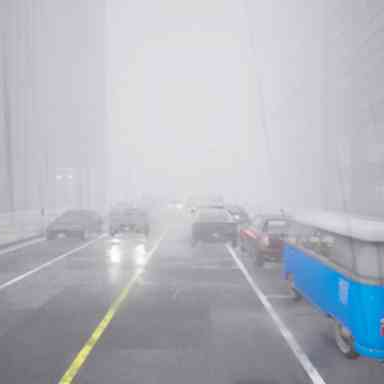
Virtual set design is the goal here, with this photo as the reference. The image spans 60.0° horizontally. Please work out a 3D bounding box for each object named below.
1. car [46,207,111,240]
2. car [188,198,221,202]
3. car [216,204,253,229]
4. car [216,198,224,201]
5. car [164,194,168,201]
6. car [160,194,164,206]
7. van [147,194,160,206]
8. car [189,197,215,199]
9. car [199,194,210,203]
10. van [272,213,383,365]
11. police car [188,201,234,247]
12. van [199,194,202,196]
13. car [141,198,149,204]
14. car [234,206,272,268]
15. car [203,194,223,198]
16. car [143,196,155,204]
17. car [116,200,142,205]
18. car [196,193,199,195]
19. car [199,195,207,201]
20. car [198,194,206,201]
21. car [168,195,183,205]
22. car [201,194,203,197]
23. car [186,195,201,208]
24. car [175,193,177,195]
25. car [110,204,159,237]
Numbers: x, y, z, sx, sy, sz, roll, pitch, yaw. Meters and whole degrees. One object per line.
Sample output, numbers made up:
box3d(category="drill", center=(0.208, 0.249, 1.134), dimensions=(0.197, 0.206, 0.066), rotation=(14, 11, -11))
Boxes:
box3d(category="car", center=(-5.769, 1.565, 16.894), dimensions=(1.947, 1.339, 4.313), rotation=(0, 0, 0))
box3d(category="car", center=(0.841, 1.481, 25.020), dimensions=(1.882, 1.535, 5.008), rotation=(0, 0, -1))
box3d(category="car", center=(2.754, 1.566, 22.521), dimensions=(1.947, 1.339, 4.313), rotation=(0, 0, 0))
box3d(category="car", center=(2.748, 1.586, 33.739), dimensions=(1.802, 1.307, 4.206), rotation=(0, 0, 0))
box3d(category="car", center=(-5.787, 1.331, 56.160), dimensions=(2.192, 1.841, 5.009), rotation=(0, 0, 0))
box3d(category="car", center=(-5.784, 1.453, 50.551), dimensions=(1.967, 1.590, 4.097), rotation=(0, 0, 0))
box3d(category="van", center=(-5.782, 1.351, 44.941), dimensions=(1.690, 1.788, 3.998), rotation=(0, 0, 0))
box3d(category="car", center=(0.886, 1.481, 31.027), dimensions=(1.882, 1.535, 5.008), rotation=(0, 0, 0))
box3d(category="car", center=(2.731, 1.343, 73.003), dimensions=(2.192, 1.841, 5.009), rotation=(0, 0, 0))
box3d(category="van", center=(2.762, 1.341, 5.694), dimensions=(1.690, 1.788, 3.998), rotation=(0, 0, 0))
box3d(category="police car", center=(0.894, 1.425, 15.137), dimensions=(1.930, 1.638, 5.238), rotation=(0, 0, 0))
box3d(category="van", center=(2.736, 1.361, 61.785), dimensions=(1.690, 1.788, 3.998), rotation=(0, 0, 0))
box3d(category="car", center=(-5.777, 1.586, 33.722), dimensions=(1.802, 1.307, 4.206), rotation=(0, 0, 0))
box3d(category="car", center=(2.759, 1.439, 11.303), dimensions=(1.967, 1.590, 4.097), rotation=(0, 0, 0))
box3d(category="car", center=(2.746, 1.322, 39.348), dimensions=(2.192, 1.841, 5.009), rotation=(0, 0, 0))
box3d(category="car", center=(-5.779, 1.532, 39.162), dimensions=(1.752, 1.417, 4.829), rotation=(0, 0, 0))
box3d(category="car", center=(-5.774, 1.552, 28.113), dimensions=(2.008, 1.369, 4.403), rotation=(0, 0, 0))
box3d(category="car", center=(-0.030, 1.407, 69.213), dimensions=(1.994, 1.385, 4.181), rotation=(0, 0, 0))
box3d(category="car", center=(2.726, 1.581, 84.221), dimensions=(1.887, 1.381, 4.507), rotation=(0, 0, 0))
box3d(category="car", center=(2.723, 1.481, 89.830), dimensions=(1.967, 1.590, 4.097), rotation=(0, 0, 0))
box3d(category="car", center=(-3.065, 1.619, 59.460), dimensions=(1.895, 1.301, 4.718), rotation=(0, 0, 1))
box3d(category="car", center=(2.744, 1.325, 44.957), dimensions=(2.192, 1.841, 5.009), rotation=(0, 0, 0))
box3d(category="car", center=(-0.020, 1.560, 48.808), dimensions=(2.033, 1.411, 5.357), rotation=(0, 0, 0))
box3d(category="car", center=(-5.802, 1.591, 89.817), dimensions=(2.008, 1.369, 4.403), rotation=(0, 0, 0))
box3d(category="car", center=(-3.107, 1.563, 17.933), dimensions=(1.994, 1.385, 4.181), rotation=(0, 0, 0))
